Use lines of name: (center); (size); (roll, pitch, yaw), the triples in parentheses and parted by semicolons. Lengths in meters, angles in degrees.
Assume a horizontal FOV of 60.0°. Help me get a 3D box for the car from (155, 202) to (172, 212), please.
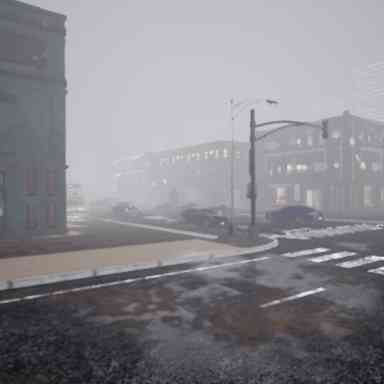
car: (-3.482, 1.983, 45.422); (1.802, 1.307, 4.206); (-1, 0, -35)

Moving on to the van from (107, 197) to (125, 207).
van: (-13.111, 1.923, 58.955); (1.690, 1.788, 3.998); (-1, 0, -35)

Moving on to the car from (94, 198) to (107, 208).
car: (-16.319, 1.956, 63.466); (2.192, 1.841, 5.009); (-1, 0, -35)

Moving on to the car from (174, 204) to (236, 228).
car: (0.838, 1.825, 24.674); (1.947, 1.339, 4.313); (-1, 0, -35)

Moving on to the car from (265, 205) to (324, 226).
car: (7.691, 1.692, 25.208); (1.812, 1.442, 4.674); (-1, 0, -34)

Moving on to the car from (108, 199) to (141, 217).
car: (-7.107, 1.857, 36.053); (1.967, 1.590, 4.097); (-1, 0, -35)

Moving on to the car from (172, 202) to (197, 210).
car: (-0.276, 1.921, 40.912); (1.802, 1.307, 4.206); (-1, 0, -35)

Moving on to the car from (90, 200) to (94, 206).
car: (-19.522, 2.243, 67.977); (1.887, 1.381, 4.507); (-1, 0, -35)

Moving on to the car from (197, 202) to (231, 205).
car: (2.932, 1.827, 36.400); (2.008, 1.369, 4.403); (-1, 0, -35)
